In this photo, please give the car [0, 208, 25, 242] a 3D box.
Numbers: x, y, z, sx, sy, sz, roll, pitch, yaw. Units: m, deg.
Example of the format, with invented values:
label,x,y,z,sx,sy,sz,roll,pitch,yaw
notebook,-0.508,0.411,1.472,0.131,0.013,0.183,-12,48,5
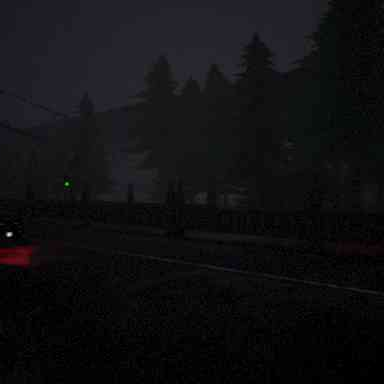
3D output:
label,x,y,z,sx,sy,sz,roll,pitch,yaw
car,-9.459,1.475,15.040,4.892,1.490,1.837,0,0,35
